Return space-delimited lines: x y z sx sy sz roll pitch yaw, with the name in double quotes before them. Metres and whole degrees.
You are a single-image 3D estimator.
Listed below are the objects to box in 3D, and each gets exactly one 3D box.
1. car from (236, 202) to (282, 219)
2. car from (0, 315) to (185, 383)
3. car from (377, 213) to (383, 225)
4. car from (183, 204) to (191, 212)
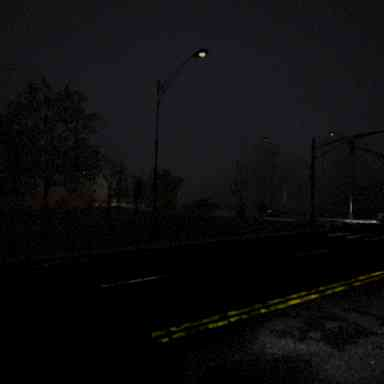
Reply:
"car" 6.482 1.751 32.585 1.882 1.535 5.008 3 -2 -36
"car" -2.246 1.486 1.835 4.902 1.511 2.128 0 0 -36
"car" 15.388 1.831 23.323 1.895 1.301 4.718 1 0 -11
"car" 0.686 1.893 40.540 1.994 1.385 4.181 3 -2 -37
